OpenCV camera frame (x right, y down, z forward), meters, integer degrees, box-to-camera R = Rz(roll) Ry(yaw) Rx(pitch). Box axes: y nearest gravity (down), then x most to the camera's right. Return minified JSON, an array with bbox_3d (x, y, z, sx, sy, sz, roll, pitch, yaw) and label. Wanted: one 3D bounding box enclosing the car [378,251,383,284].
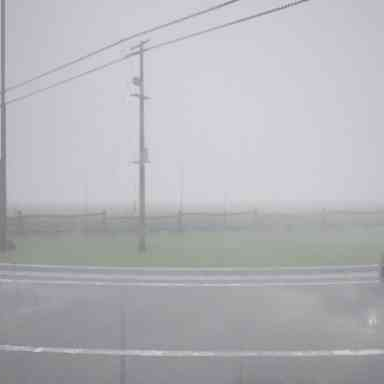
[{"bbox_3d":[6.646,1.471,7.419,5.008,1.535,1.882,-1,0,-14],"label":"car"}]
